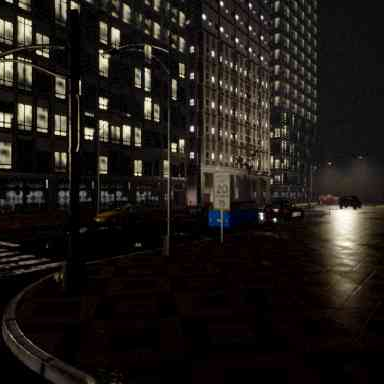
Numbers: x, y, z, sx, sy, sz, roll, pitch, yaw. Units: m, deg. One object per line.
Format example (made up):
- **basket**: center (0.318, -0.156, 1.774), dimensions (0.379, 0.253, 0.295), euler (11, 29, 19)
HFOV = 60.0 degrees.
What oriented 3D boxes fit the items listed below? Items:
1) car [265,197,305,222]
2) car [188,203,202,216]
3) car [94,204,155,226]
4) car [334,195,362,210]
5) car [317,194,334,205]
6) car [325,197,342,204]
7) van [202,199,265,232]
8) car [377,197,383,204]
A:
- **car**: center (7.603, 1.472, 26.877), dimensions (1.967, 1.590, 4.097), euler (0, 0, 38)
- **car**: center (1.362, 1.604, 31.689), dimensions (1.802, 1.307, 4.206), euler (0, 0, 38)
- **car**: center (-4.751, 1.540, 23.971), dimensions (1.752, 1.417, 4.829), euler (0, 0, 38)
- **car**: center (21.191, 1.368, 44.503), dimensions (2.192, 1.841, 5.009), euler (0, 0, 38)
- **car**: center (25.141, 1.381, 62.535), dimensions (2.192, 1.841, 5.009), euler (0, 0, 38)
- **car**: center (28.538, 1.624, 66.940), dimensions (2.008, 1.369, 4.403), euler (0, 0, 38)
- **van**: center (2.636, 1.368, 20.252), dimensions (1.690, 1.788, 3.998), euler (0, 0, 38)
- **car**: center (38.174, 1.658, 66.534), dimensions (1.947, 1.339, 4.313), euler (0, 0, 38)
